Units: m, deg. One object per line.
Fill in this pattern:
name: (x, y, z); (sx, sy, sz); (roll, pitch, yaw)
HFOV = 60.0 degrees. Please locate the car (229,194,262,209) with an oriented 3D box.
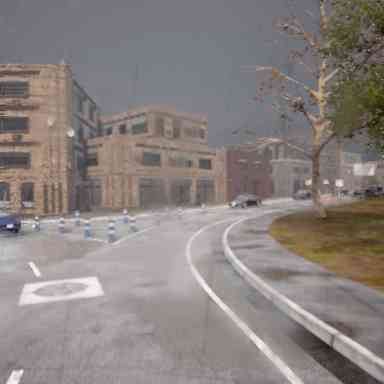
car: (6.044, 1.010, 37.346); (2.128, 1.511, 4.902); (-1, 2, 42)

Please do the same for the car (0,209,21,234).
car: (-11.395, 1.631, 18.422); (4.674, 1.442, 1.812); (-1, 0, 31)

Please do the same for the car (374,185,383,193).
car: (37.271, -0.664, 67.370); (2.128, 1.511, 4.902); (-1, 1, 42)

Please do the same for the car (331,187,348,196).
car: (27.078, -0.091, 60.848); (1.837, 1.490, 4.892); (-1, 3, 42)

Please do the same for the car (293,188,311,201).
car: (16.647, 0.318, 49.238); (1.882, 1.535, 5.008); (-1, 6, 42)

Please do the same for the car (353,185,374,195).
car: (30.610, -0.113, 59.917); (1.994, 1.385, 4.181); (-1, 2, 42)
